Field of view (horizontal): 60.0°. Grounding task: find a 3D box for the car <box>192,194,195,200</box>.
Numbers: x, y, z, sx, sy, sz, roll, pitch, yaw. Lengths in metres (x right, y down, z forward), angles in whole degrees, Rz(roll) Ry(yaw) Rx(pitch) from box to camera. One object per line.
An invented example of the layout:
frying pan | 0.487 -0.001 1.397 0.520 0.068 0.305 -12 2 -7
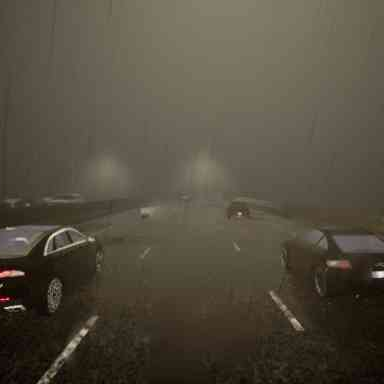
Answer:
car | -1.181 1.252 88.632 2.150 2.045 5.566 0 0 3

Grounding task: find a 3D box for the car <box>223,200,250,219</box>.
car | 3.868 1.479 28.996 1.837 1.490 4.892 0 0 1

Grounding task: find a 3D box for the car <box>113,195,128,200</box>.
car | -15.808 1.495 75.888 1.837 1.490 4.892 0 0 2

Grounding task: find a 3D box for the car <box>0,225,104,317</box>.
car | -3.372 1.479 7.398 2.128 1.511 4.902 0 0 0

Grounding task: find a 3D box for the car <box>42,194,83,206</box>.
car | -13.692 1.189 36.224 2.150 2.045 5.566 0 0 1

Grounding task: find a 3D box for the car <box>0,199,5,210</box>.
car | -20.714 1.488 35.058 1.812 1.442 4.674 0 0 1

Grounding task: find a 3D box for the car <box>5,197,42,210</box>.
car | -17.208 1.316 35.241 2.097 1.767 4.553 0 0 1

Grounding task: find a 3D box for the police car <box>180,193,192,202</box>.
police car | -1.716 1.514 77.646 2.038 1.542 4.974 0 0 3

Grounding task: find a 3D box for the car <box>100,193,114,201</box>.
car | -19.306 1.217 76.018 2.150 2.045 5.566 0 0 2

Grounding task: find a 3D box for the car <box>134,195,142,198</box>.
car | -12.276 1.456 76.551 1.994 1.385 4.181 0 0 3

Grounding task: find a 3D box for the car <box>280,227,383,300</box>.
car | 3.634 1.552 8.389 1.994 1.385 4.181 0 0 0

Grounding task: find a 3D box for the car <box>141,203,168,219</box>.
car | -3.137 1.573 28.932 1.895 1.301 4.718 0 0 1
